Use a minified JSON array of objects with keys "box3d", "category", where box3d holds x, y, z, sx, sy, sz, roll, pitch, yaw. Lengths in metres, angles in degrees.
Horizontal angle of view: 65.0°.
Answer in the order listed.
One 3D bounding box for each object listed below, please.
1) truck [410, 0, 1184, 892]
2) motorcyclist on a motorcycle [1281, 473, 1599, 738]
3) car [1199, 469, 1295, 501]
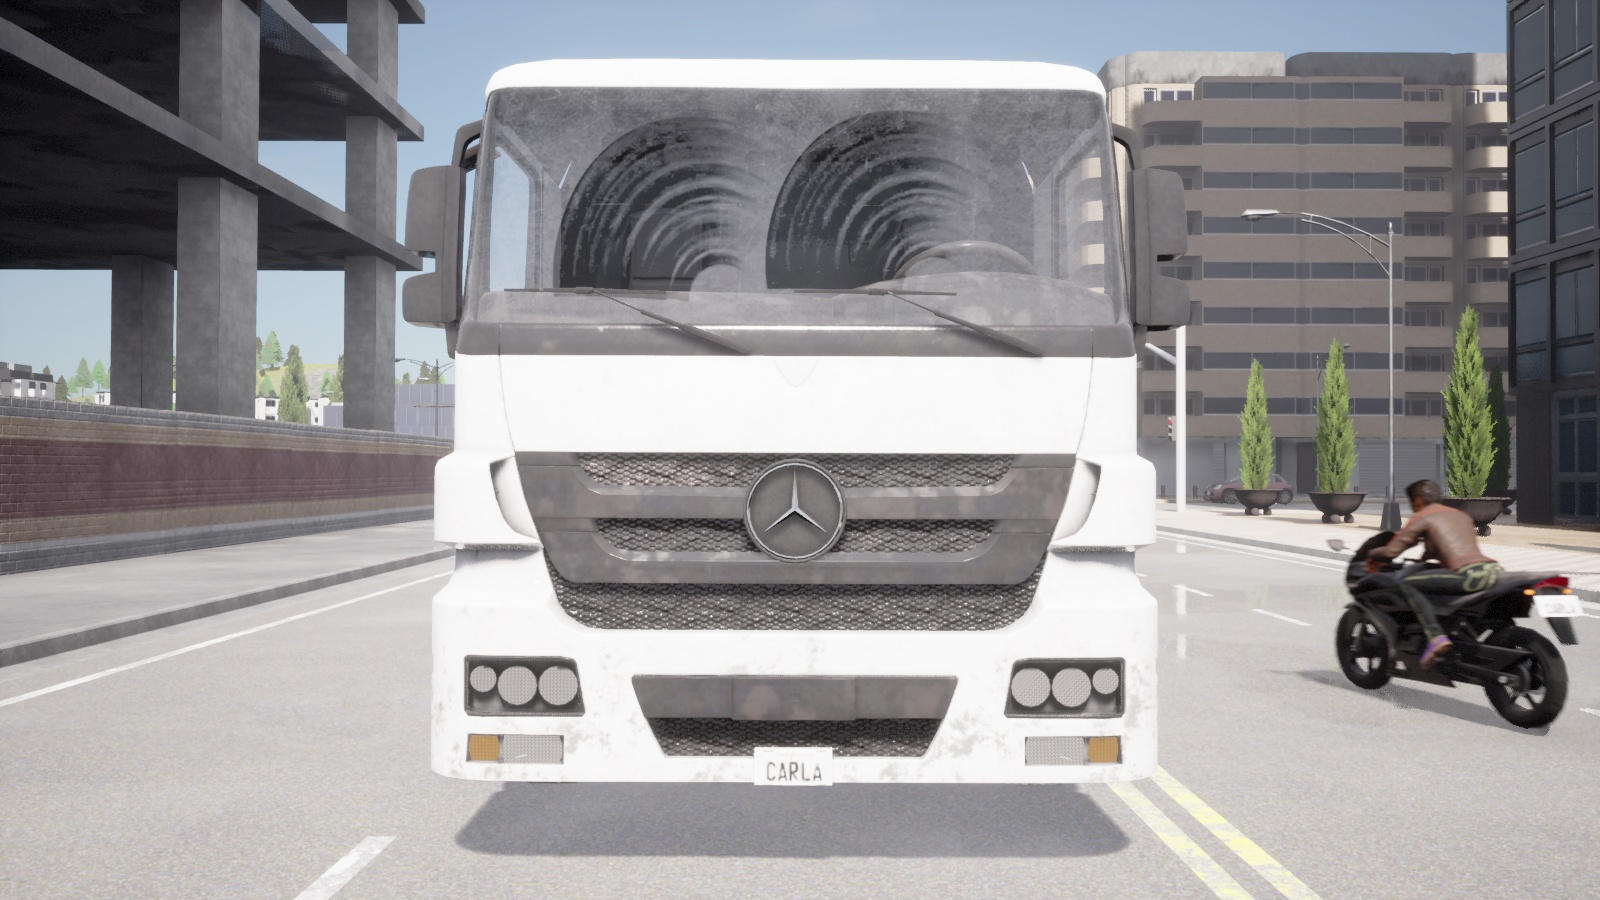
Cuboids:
[{"box3d":[-0.027,-0.022,8.684,2.891,3.462,7.936,0,-1,0],"category":"truck"},{"box3d":[4.200,0.920,8.368,0.797,1.523,2.044,0,-1,-15],"category":"motorcyclist on a motorcycle"},{"box3d":[21.113,1.635,59.392,3.806,1.475,1.970,0,-1,0],"category":"car"}]
